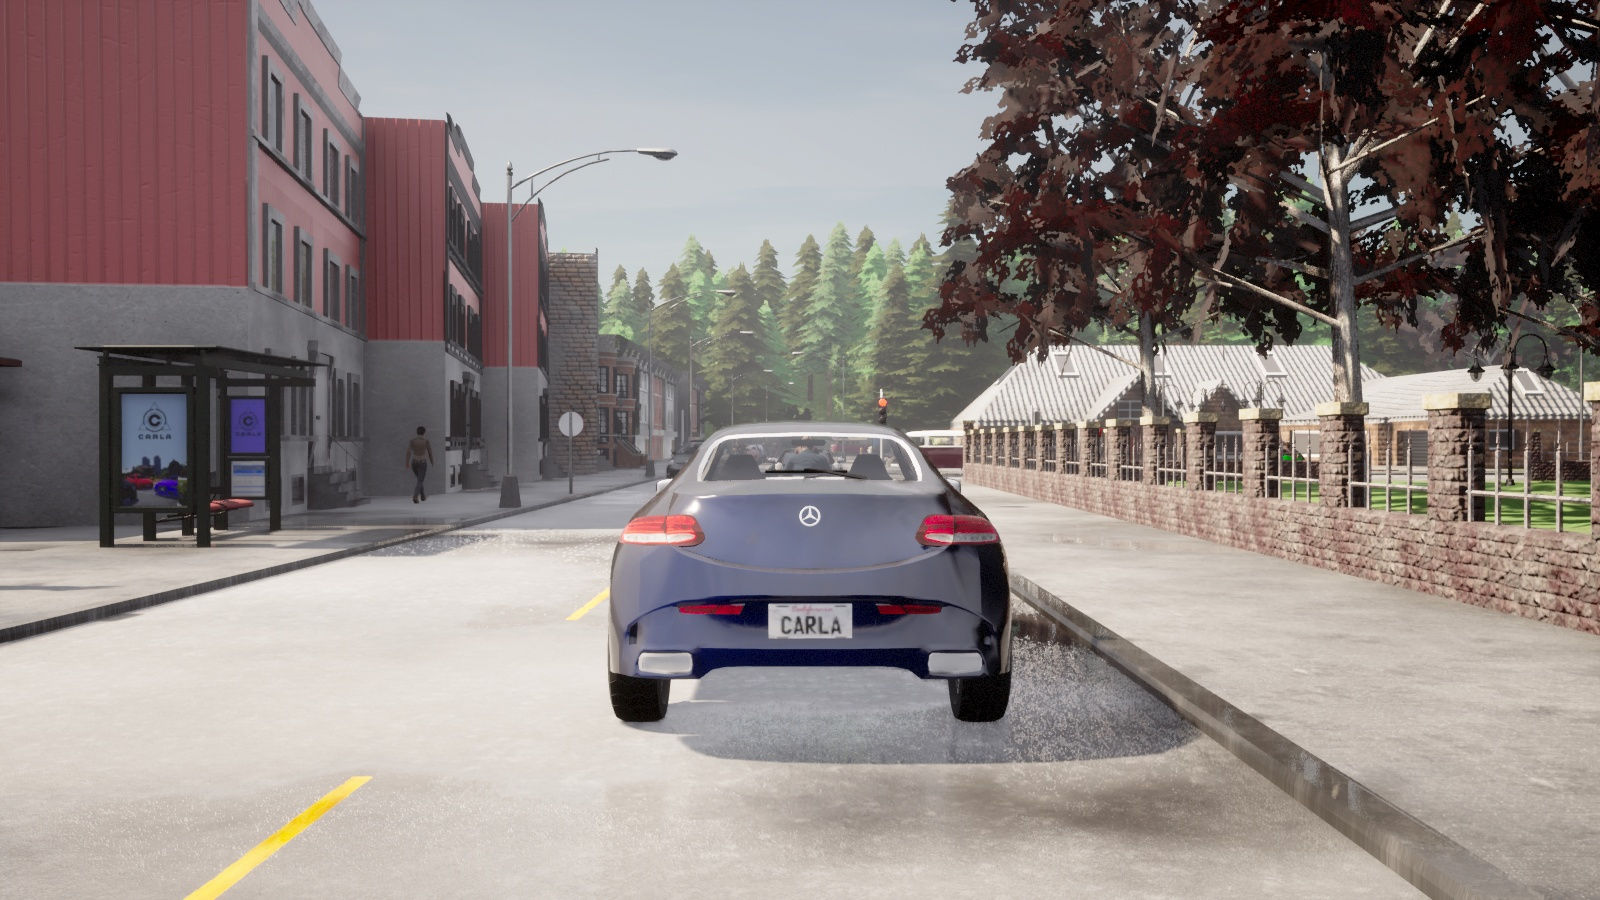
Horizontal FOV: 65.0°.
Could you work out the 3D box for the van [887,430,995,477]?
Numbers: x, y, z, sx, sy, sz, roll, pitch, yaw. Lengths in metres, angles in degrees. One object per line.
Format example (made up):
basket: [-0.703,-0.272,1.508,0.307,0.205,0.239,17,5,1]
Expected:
van: [6.178,0.163,55.323,4.480,2.038,2.069,0,0,-1]

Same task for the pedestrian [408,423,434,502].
pedestrian: [-8.760,0.285,29.013,0.328,1.805,0.869,0,0,1]

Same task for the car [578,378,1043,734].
car: [0.057,0.478,8.336,2.152,1.651,5.027,0,0,0]

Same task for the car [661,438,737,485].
car: [-3.623,0.383,45.792,1.851,1.617,3.988,0,0,10]

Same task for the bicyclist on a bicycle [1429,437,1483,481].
bicyclist on a bicycle: [26.748,0.349,51.210,1.843,1.776,0.659,0,0,-1]
